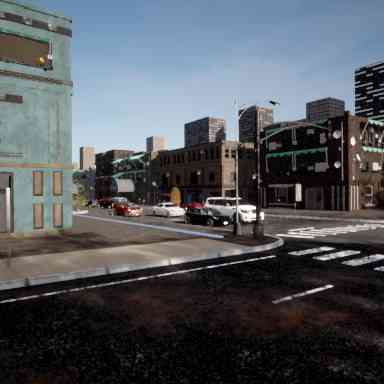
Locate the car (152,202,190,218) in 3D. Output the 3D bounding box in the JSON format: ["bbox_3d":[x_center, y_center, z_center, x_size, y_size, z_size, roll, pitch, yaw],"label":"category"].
[{"bbox_3d":[-2.541,1.859,34.640,1.812,1.442,4.674,-1,0,-35],"label":"car"}]

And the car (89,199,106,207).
[{"bbox_3d":[-19.384,2.224,68.145,1.887,1.381,4.507,-1,0,-36],"label":"car"}]

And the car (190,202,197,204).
[{"bbox_3d":[-0.074,1.900,41.126,1.802,1.307,4.206,-2,0,-36],"label":"car"}]

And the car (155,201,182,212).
[{"bbox_3d":[-3.291,1.963,45.629,1.802,1.307,4.206,-2,0,-36],"label":"car"}]

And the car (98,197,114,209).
[{"bbox_3d":[-13.423,2.063,55.365,1.837,1.490,4.892,-1,0,-36],"label":"car"}]

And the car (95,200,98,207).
[{"bbox_3d":[-16.171,1.936,63.641,2.192,1.841,5.009,-1,0,-36],"label":"car"}]

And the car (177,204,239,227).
[{"bbox_3d":[1.079,1.812,24.891,1.947,1.339,4.313,-2,0,-36],"label":"car"}]

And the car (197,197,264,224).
[{"bbox_3d":[3.160,1.443,26.655,2.150,2.045,5.566,-1,0,-35],"label":"car"}]

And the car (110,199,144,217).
[{"bbox_3d":[-6.894,1.844,36.251,1.967,1.590,4.097,-1,0,-36],"label":"car"}]

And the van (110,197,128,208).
[{"bbox_3d":[-12.952,1.903,59.138,1.690,1.788,3.998,-1,0,-36],"label":"van"}]

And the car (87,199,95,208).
[{"bbox_3d":[-19.197,2.156,63.446,2.128,1.511,4.902,-1,0,-36],"label":"car"}]

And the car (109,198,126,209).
[{"bbox_3d":[-8.584,1.929,43.112,1.882,1.535,5.008,-1,0,-35],"label":"car"}]
